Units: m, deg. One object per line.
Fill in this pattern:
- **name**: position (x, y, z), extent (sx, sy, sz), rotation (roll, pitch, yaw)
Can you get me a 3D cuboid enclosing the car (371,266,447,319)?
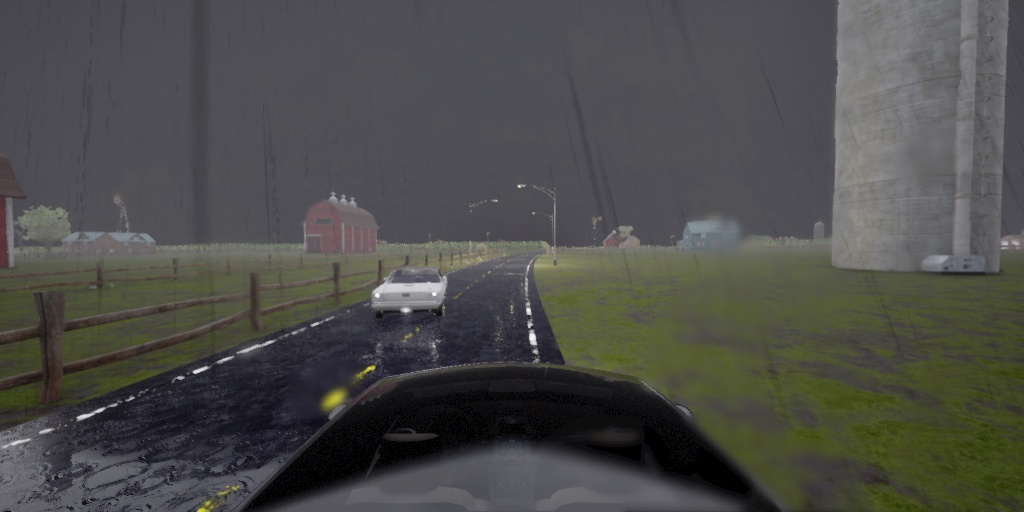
- **car**: position (-3.081, 1.027, 11.456), extent (1.895, 1.301, 4.718), rotation (0, 2, -9)
